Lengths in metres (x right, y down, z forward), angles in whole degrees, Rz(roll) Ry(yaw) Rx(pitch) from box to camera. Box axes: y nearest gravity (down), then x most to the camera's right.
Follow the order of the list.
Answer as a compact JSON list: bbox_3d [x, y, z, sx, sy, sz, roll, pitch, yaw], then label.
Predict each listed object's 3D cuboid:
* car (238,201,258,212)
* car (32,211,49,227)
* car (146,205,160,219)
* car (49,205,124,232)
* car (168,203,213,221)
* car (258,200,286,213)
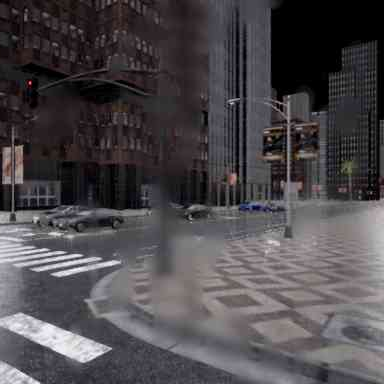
[{"bbox_3d":[8.576,2.150,49.067,1.882,1.535,5.008,0,-1,35],"label":"car"},{"bbox_3d":[-8.990,1.718,24.085,2.128,1.511,4.902,0,-1,35],"label":"car"},{"bbox_3d":[-2.499,1.882,33.353,2.128,1.511,4.902,0,-1,35],"label":"car"},{"bbox_3d":[-6.550,1.752,21.905,1.812,1.442,4.674,0,-1,35],"label":"car"},{"bbox_3d":[0.068,1.871,31.355,1.882,1.535,5.008,0,-1,35],"label":"car"},{"bbox_3d":[11.955,2.244,48.204,2.033,1.411,5.357,0,-1,35],"label":"car"}]
